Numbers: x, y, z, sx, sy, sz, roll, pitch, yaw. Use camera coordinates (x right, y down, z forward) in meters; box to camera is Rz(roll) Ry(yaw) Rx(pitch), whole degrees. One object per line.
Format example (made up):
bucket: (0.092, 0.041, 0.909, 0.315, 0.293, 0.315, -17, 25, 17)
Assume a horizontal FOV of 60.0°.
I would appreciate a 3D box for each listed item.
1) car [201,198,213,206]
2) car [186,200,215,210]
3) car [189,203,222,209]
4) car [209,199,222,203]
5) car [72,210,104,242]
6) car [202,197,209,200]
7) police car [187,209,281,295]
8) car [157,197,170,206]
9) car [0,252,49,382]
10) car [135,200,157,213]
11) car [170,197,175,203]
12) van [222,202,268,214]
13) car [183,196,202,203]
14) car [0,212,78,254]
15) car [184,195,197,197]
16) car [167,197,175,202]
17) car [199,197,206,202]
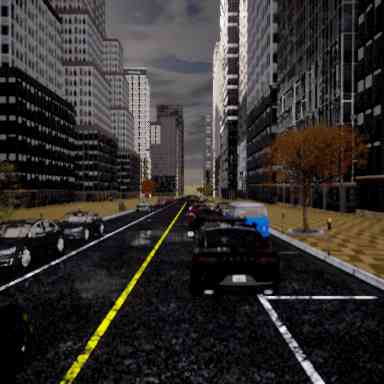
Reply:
car: (2.735, 1.887, 61.715, 1.947, 1.339, 4.313, -1, 0, 0)
car: (0.785, 1.602, 24.880, 1.882, 1.535, 5.008, 0, 0, 3)
car: (0.918, 1.596, 18.843, 1.837, 1.490, 4.892, 0, 0, 0)
car: (2.702, 1.578, 27.967, 1.967, 1.590, 4.097, -1, 0, 0)
car: (-5.686, 1.631, 16.724, 2.008, 1.369, 4.403, -1, 0, 0)
car: (2.724, 1.784, 50.637, 1.752, 1.417, 4.829, -1, 0, 0)
police car: (0.909, 1.468, 8.953, 1.930, 1.638, 5.238, 0, 0, 0)
car: (-5.648, 1.761, 61.723, 1.967, 1.590, 4.097, -1, 0, 0)
car: (-3.096, 1.577, 2.701, 1.994, 1.385, 4.181, 0, 0, 0)
car: (-5.666, 1.748, 39.223, 2.008, 1.369, 4.403, -1, 0, 0)
car: (-5.630, 1.964, 78.597, 1.887, 1.381, 4.507, -1, 0, 0)
van: (2.690, 1.422, 16.718, 1.690, 1.788, 3.998, -1, 0, 0)
car: (0.075, 1.741, 46.608, 1.837, 1.490, 4.892, 0, 0, 1)
car: (-5.691, 1.604, 11.099, 2.008, 1.369, 4.403, -1, 0, 0)
car: (0.055, 1.536, 60.629, 2.150, 2.045, 5.566, 0, 0, 0)
car: (-5.620, 2.069, 89.846, 1.802, 1.307, 4.206, -1, 0, 0)
car: (2.760, 2.014, 90.009, 1.752, 1.417, 4.829, -1, 0, 0)
